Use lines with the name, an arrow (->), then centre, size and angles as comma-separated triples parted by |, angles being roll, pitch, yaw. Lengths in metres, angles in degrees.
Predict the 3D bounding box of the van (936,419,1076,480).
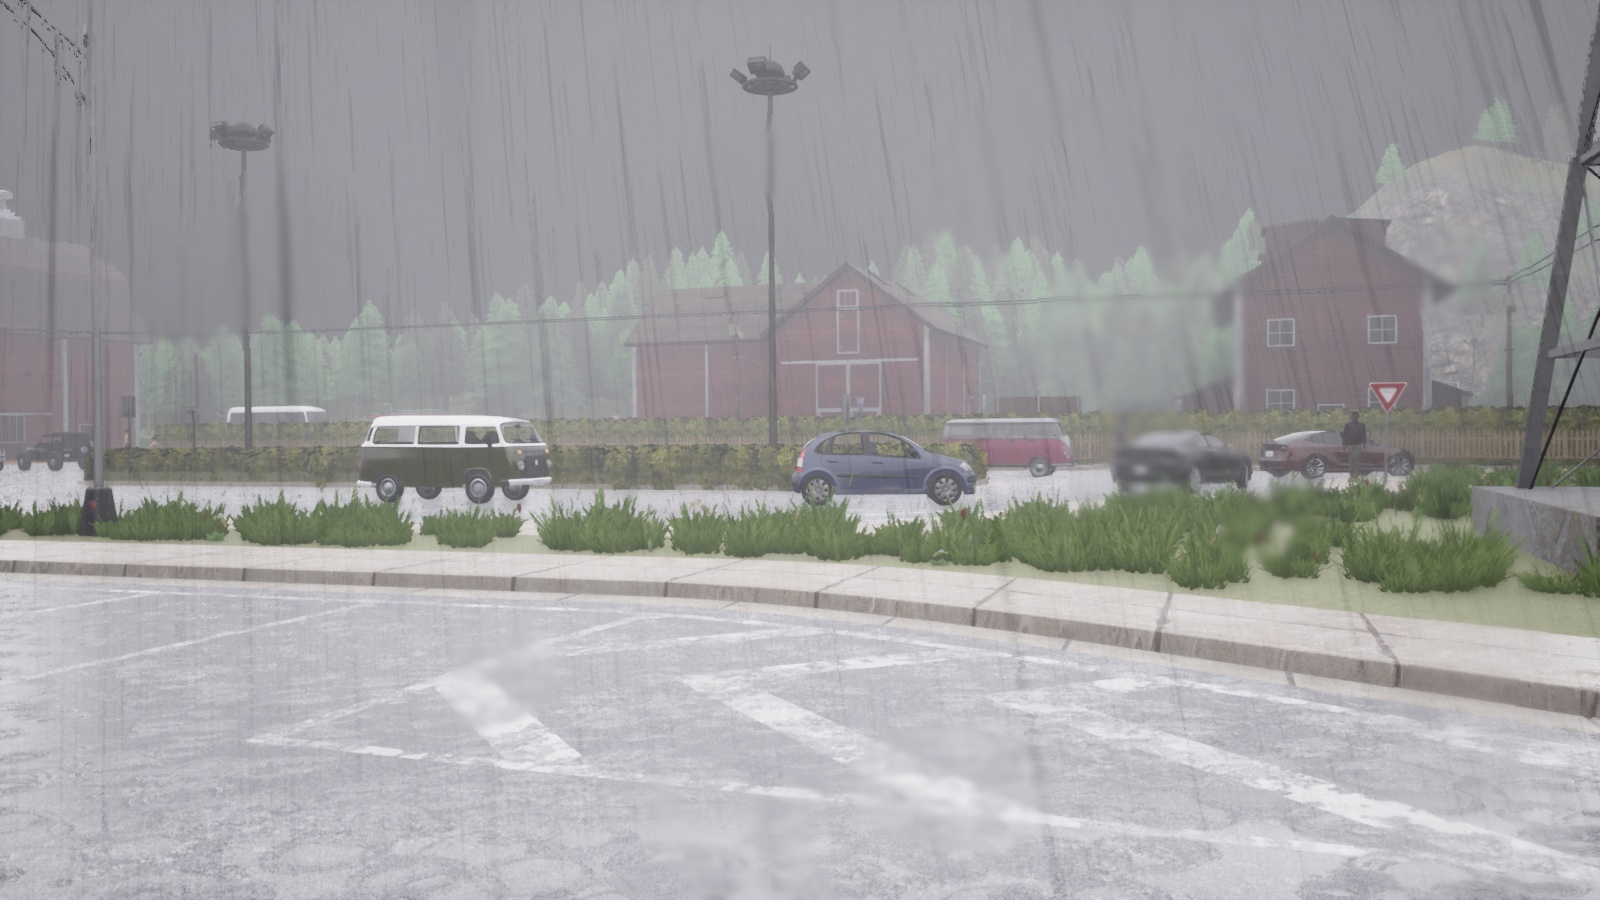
van -> 6.988, -0.041, 42.551 | 4.442, 1.987, 1.775 | 0, 1, 19

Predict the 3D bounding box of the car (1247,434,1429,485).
car -> 16.521, 0.256, 38.667 | 4.792, 1.488, 2.163 | 0, 1, -13

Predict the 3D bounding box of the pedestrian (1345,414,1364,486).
pedestrian -> 14.322, 0.004, 32.416 | 0.431, 1.840, 0.703 | 0, 1, 23

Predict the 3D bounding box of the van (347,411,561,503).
van -> -8.122, 0.132, 29.544 | 4.480, 2.038, 2.069 | 0, 1, 19

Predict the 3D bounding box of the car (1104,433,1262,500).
car -> 9.653, 0.344, 31.421 | 1.882, 1.535, 5.008 | 1, 1, 41

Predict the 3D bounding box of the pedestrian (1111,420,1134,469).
pedestrian -> 12.456, -0.228, 48.533 | 0.849, 1.883, 0.563 | 0, 1, 12

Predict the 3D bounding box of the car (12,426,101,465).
car -> -36.515, -0.239, 61.704 | 3.866, 1.878, 1.905 | 0, 1, 25

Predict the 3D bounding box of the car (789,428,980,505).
car -> 1.805, 0.332, 27.199 | 3.988, 1.617, 1.851 | 0, 1, 2
